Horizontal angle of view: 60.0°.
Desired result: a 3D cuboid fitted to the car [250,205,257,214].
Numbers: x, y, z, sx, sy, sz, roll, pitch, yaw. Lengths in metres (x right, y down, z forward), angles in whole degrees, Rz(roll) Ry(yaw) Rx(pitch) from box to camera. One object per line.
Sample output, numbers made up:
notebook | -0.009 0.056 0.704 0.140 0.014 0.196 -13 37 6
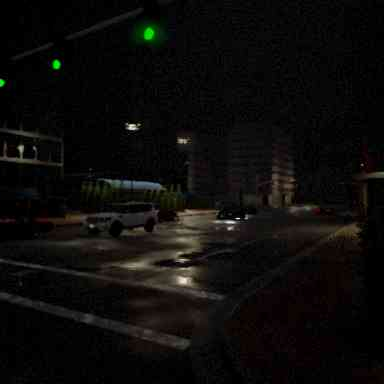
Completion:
car | 8.134 2.640 49.760 1.994 1.385 4.181 -1 -1 31

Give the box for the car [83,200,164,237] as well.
car | -4.518 1.709 21.992 2.150 2.045 5.566 -1 -2 31

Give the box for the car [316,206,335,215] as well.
car | 19.419 2.627 48.168 1.895 1.301 4.718 -1 -1 31

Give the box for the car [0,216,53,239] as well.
car | -10.501 2.028 18.893 1.895 1.301 4.718 -1 -1 33

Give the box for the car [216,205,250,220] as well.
car | 4.402 2.303 36.875 1.837 1.490 4.892 -1 -1 31

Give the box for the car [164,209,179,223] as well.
car | -3.021 2.251 31.300 1.994 1.385 4.181 -1 -1 31
